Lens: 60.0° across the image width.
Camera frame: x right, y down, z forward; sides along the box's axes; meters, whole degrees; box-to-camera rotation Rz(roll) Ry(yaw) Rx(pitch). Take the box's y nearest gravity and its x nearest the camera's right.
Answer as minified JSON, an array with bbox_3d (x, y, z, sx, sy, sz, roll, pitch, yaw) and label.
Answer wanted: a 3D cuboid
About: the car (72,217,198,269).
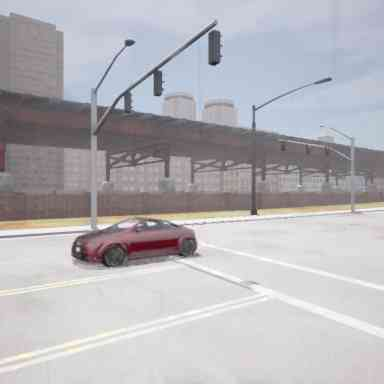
[{"bbox_3d":[-1.833,1.564,11.277,4.181,1.385,1.994,0,0,-35],"label":"car"}]
